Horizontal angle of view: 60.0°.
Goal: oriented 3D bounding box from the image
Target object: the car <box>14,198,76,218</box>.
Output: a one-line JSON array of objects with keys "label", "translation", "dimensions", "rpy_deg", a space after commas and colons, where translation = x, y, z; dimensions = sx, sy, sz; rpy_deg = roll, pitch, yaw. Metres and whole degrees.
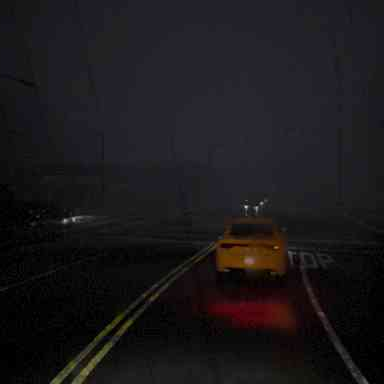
[{"label": "car", "translation": [-13.488, 1.550, 30.761], "dimensions": [5.357, 1.411, 2.033], "rpy_deg": [0, 1, 17]}]

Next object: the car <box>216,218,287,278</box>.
[{"label": "car", "translation": [1.968, 1.569, 10.645], "dimensions": [1.882, 1.535, 5.008], "rpy_deg": [0, 0, 13]}]

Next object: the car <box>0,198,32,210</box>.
[{"label": "car", "translation": [-22.413, 1.450, 41.095], "dimensions": [4.718, 1.301, 1.895], "rpy_deg": [0, 1, 17]}]

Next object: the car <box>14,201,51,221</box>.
[{"label": "car", "translation": [-14.490, 1.651, 27.415], "dimensions": [4.718, 1.301, 1.895], "rpy_deg": [0, 1, 17]}]

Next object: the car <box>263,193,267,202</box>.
[{"label": "car", "translation": [12.374, 1.141, 61.887], "dimensions": [1.994, 1.385, 4.181], "rpy_deg": [0, 1, 16]}]

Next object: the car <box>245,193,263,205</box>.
[{"label": "car", "translation": [9.427, 1.229, 51.518], "dimensions": [1.837, 1.490, 4.892], "rpy_deg": [0, 1, 16]}]
